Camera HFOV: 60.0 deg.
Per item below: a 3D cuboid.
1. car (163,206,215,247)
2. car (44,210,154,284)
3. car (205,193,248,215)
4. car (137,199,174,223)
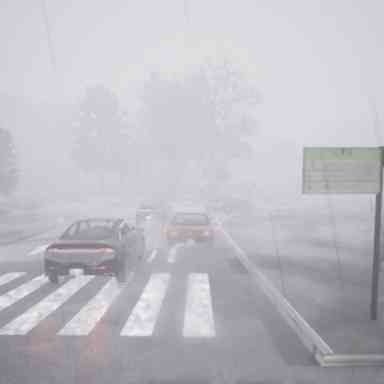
[{"bbox_3d":[-0.053,1.533,14.755,1.895,1.301,4.718,0,1,0],"label":"car"},{"bbox_3d":[-2.511,1.491,9.565,2.128,1.511,4.902,0,0,-1],"label":"car"},{"bbox_3d":[2.891,0.875,27.210,2.128,1.511,4.902,3,6,35],"label":"car"},{"bbox_3d":[-2.325,1.183,21.766,2.128,1.511,4.902,0,2,5],"label":"car"}]
